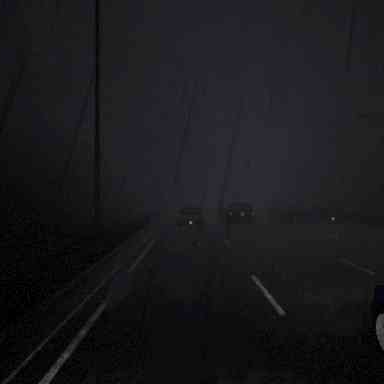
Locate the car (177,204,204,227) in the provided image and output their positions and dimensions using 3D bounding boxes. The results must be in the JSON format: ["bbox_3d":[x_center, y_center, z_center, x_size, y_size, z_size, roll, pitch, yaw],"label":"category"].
[{"bbox_3d":[-0.104,1.812,24.640,1.895,1.301,4.718,0,0,-1],"label":"car"}]

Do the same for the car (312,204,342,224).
[{"bbox_3d":[10.377,1.731,26.919,1.837,1.490,4.892,0,0,-1],"label":"car"}]

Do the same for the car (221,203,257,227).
[{"bbox_3d":[3.395,1.562,24.706,2.097,1.767,4.553,0,0,-1],"label":"car"}]

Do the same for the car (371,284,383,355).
[{"bbox_3d":[3.573,1.502,2.904,1.882,1.535,5.008,0,0,0],"label":"car"}]

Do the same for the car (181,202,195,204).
[{"bbox_3d":[-0.492,1.922,41.962,1.994,1.385,4.181,0,-1,-3],"label":"car"}]

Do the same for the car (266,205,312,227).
[{"bbox_3d":[6.897,1.686,24.682,1.882,1.535,5.008,0,0,-1],"label":"car"}]
